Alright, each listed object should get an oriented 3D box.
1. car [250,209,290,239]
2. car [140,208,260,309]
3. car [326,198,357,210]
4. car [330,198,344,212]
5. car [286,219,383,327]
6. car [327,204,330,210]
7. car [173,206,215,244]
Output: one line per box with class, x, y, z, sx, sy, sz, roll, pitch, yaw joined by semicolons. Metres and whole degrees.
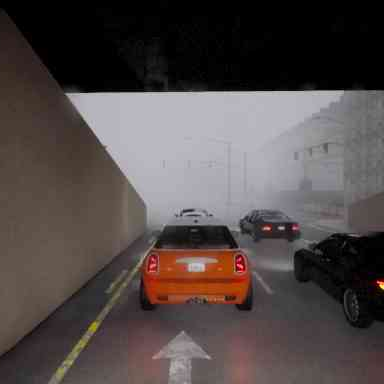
car;3.622;1.563;16.388;2.033;1.411;5.357;0;0;-3
car;0.084;1.360;8.038;2.097;1.767;4.553;0;0;0
car;17.549;1.333;38.929;1.853;1.218;4.536;0;0;45
car;17.411;1.486;34.285;2.038;1.542;4.974;0;0;-35
car;3.582;1.533;6.896;1.812;1.442;4.674;0;0;0
car;17.513;1.491;38.892;2.038;1.542;4.974;0;0;45
car;0.089;1.542;16.715;1.812;1.442;4.674;0;0;0
